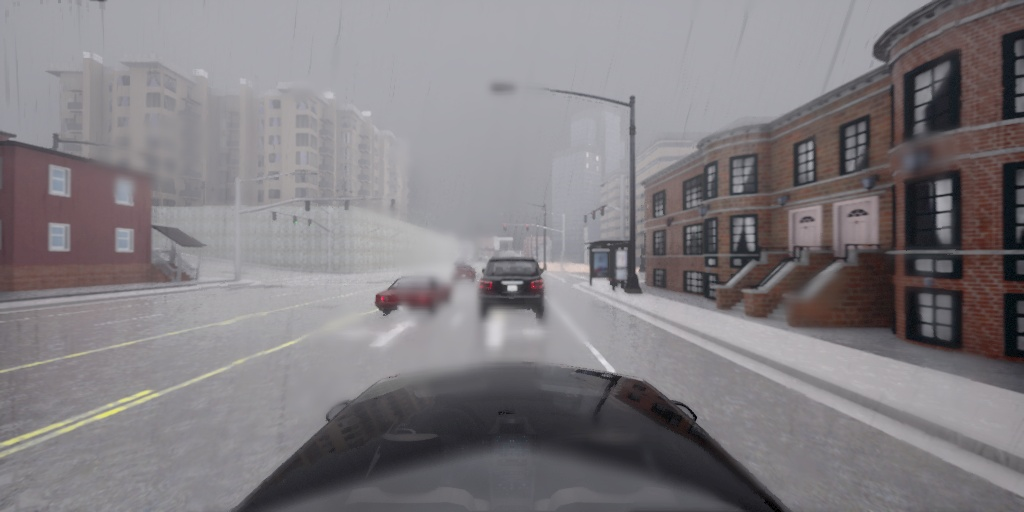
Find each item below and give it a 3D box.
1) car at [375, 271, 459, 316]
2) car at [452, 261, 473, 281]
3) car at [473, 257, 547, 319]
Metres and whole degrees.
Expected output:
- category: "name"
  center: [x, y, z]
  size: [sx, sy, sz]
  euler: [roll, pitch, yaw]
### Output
- category: "car"
  center: [-3.460, 1.418, 13.734]
  size: [1.895, 1.301, 4.718]
  euler: [0, 0, 1]
- category: "car"
  center: [-3.997, 1.433, 29.758]
  size: [1.812, 1.442, 4.674]
  euler: [0, 0, -11]
- category: "car"
  center: [0.033, 1.038, 13.211]
  size: [2.150, 2.045, 5.566]
  euler: [0, 0, 0]
